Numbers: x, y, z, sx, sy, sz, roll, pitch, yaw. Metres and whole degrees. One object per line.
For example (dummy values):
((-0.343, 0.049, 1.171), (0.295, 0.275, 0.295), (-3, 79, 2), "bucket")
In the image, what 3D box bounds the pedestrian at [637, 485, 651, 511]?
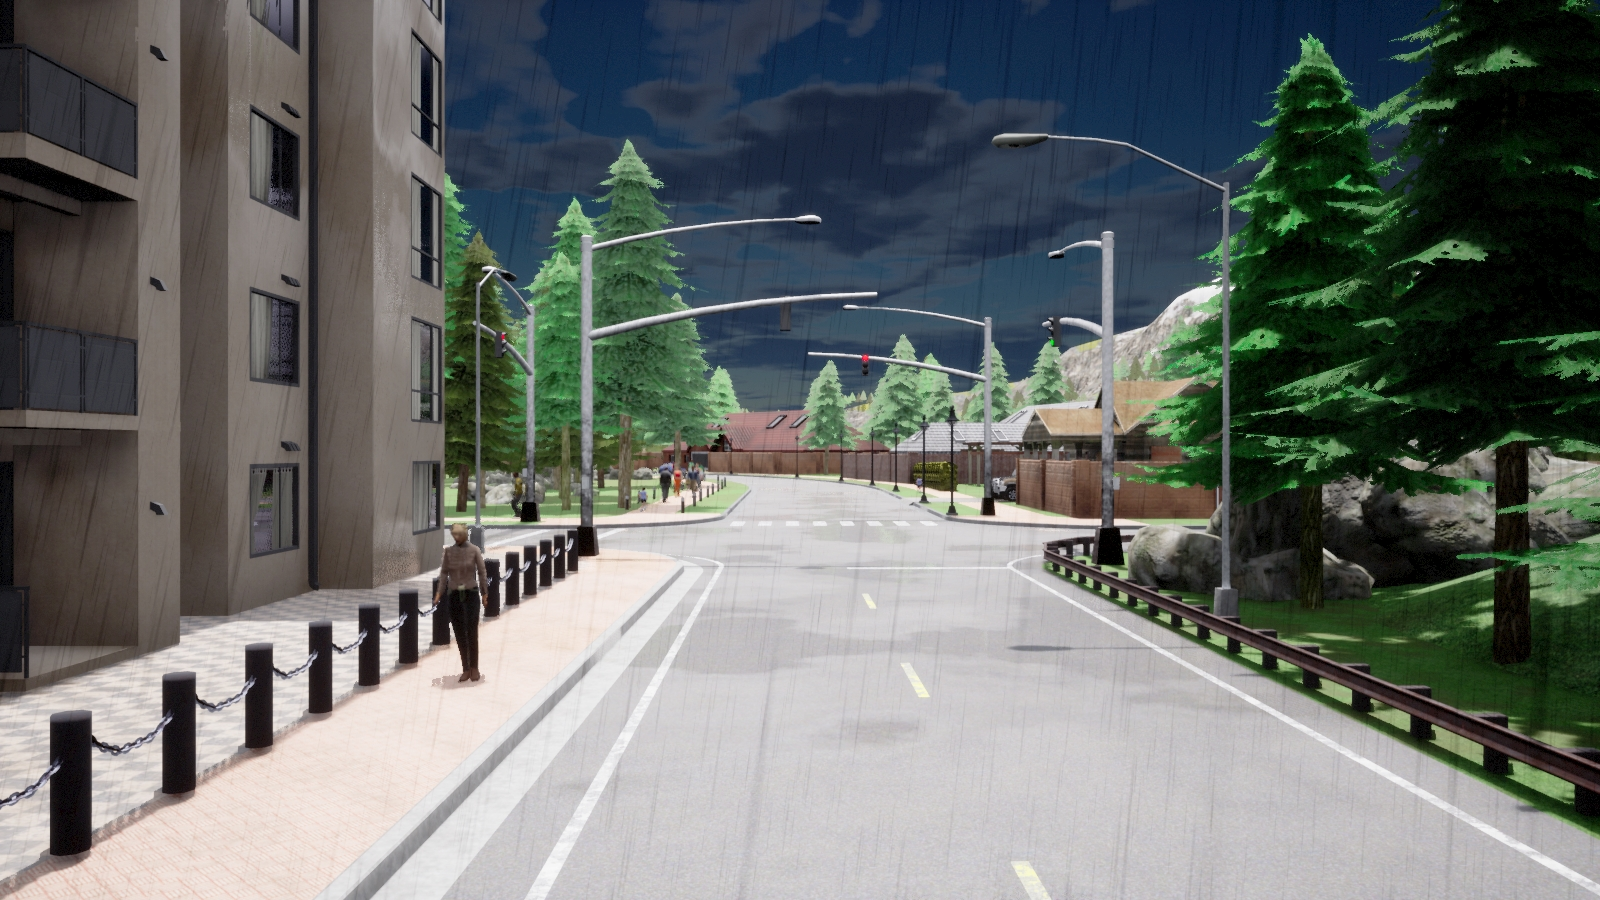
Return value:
((-6.708, 2.075, 49.074), (0.500, 1.100, 0.500), (0, 0, 5), "pedestrian")

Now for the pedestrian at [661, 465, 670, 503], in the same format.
((-6.747, 1.700, 57.267), (0.375, 1.860, 0.375), (0, 0, -1), "pedestrian")

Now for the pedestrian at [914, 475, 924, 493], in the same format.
((7.371, 2.091, 70.705), (0.500, 1.100, 0.500), (0, 0, -3), "pedestrian")

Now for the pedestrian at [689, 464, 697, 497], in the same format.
((-5.952, 1.702, 63.553), (0.375, 1.860, 0.375), (0, 0, -2), "pedestrian")

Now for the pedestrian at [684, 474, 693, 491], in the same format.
((-7.117, 2.088, 73.133), (0.500, 1.100, 0.500), (0, 0, 1), "pedestrian")

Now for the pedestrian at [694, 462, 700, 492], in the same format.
((-6.502, 1.707, 72.135), (0.375, 1.860, 0.375), (0, 0, -6), "pedestrian")

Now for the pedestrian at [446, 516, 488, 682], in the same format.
((-3.830, 1.704, 13.146), (0.375, 1.860, 0.375), (0, 0, -1), "pedestrian")

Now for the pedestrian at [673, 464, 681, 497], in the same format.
((-6.859, 1.702, 63.855), (0.375, 1.860, 0.375), (0, 0, 4), "pedestrian")

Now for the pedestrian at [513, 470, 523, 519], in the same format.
((-10.878, 1.702, 44.092), (0.375, 1.860, 0.375), (0, 0, -9), "pedestrian")
